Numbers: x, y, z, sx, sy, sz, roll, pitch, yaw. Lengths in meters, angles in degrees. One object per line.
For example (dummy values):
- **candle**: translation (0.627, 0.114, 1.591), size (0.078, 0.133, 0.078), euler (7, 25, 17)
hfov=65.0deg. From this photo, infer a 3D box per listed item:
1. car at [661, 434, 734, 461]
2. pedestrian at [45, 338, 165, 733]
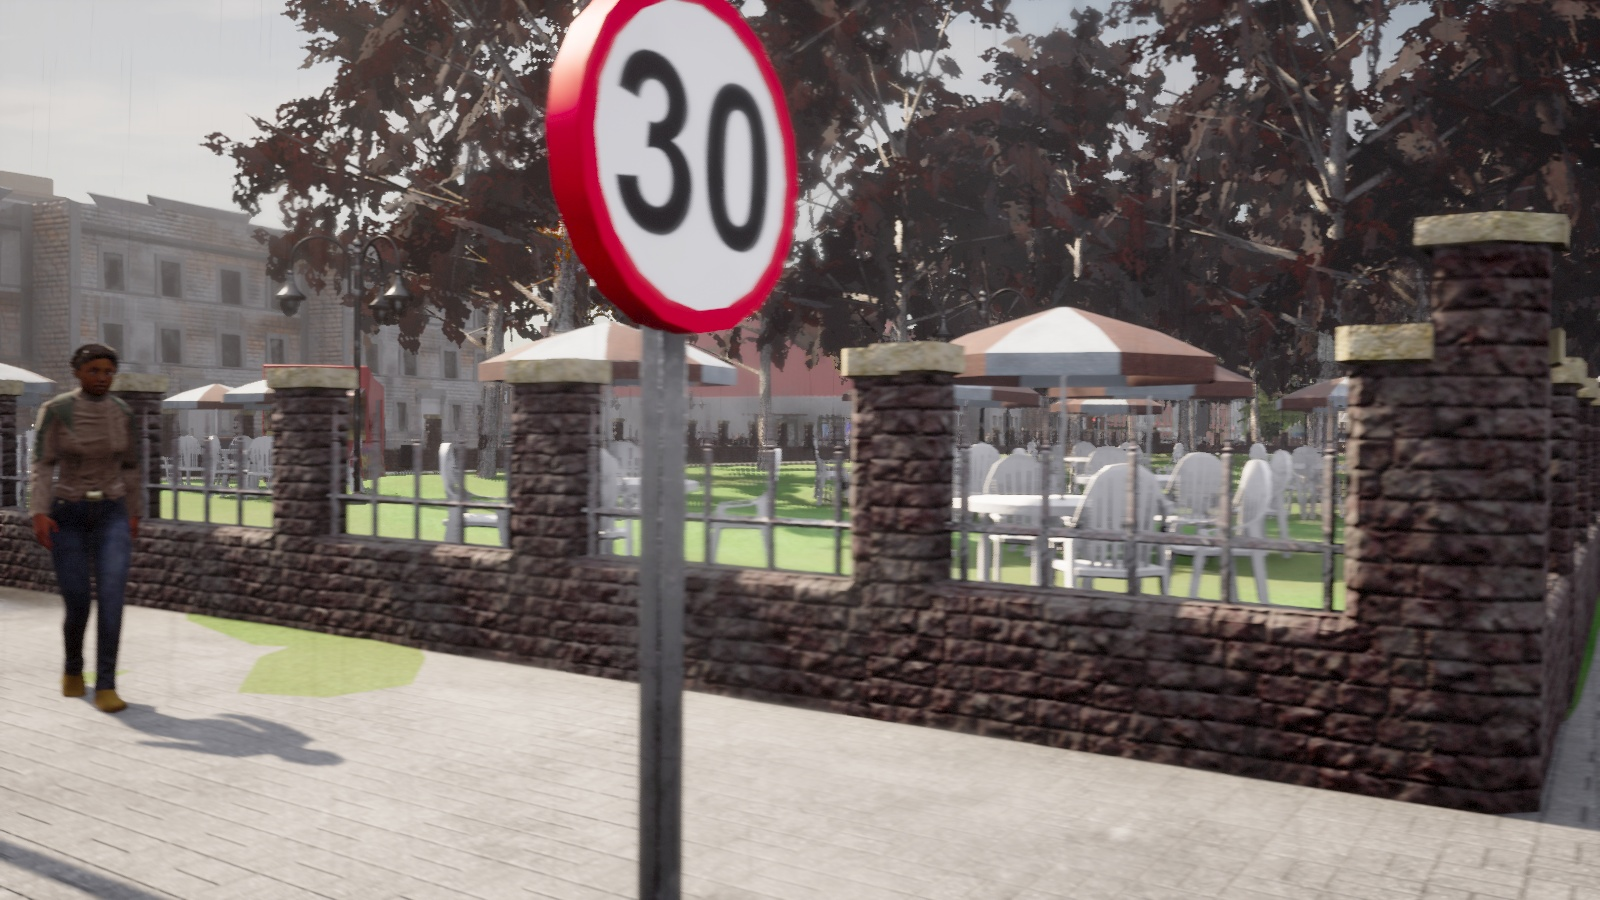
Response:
- **car**: translation (-5.652, -0.157, 69.877), size (1.816, 1.474, 4.193), euler (0, 1, 34)
- **pedestrian**: translation (-3.424, 0.388, 6.168), size (0.328, 1.805, 0.869), euler (-1, 1, -40)
